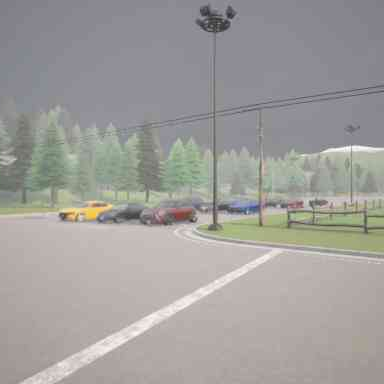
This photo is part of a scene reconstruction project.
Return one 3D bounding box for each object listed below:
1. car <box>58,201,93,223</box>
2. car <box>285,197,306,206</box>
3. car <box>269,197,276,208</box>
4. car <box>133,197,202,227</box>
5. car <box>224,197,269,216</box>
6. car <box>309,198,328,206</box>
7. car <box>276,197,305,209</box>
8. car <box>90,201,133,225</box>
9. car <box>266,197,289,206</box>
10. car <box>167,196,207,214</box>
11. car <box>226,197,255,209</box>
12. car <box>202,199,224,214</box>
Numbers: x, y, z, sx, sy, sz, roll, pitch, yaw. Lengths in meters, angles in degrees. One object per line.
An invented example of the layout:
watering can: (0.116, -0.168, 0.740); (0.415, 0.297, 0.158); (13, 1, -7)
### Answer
car: (-8.014, 1.477, 26.091); (1.882, 1.535, 5.008); (0, 0, 33)
car: (17.113, 1.564, 54.943); (1.994, 1.385, 4.181); (0, 0, 37)
car: (10.042, 1.490, 45.389); (2.128, 1.511, 4.902); (0, 0, 36)
car: (-1.564, 1.351, 23.174); (2.097, 1.767, 4.553); (0, 0, 33)
car: (5.524, 1.478, 33.350); (1.882, 1.535, 5.008); (0, 0, 36)
car: (20.299, 1.601, 53.364); (1.895, 1.301, 4.718); (0, 0, 37)
car: (13.222, 1.478, 43.804); (1.882, 1.535, 5.008); (0, 0, 37)
car: (-4.859, 1.525, 24.536); (1.812, 1.442, 4.674); (0, 0, 33)
car: (14.991, 1.548, 57.934); (2.033, 1.411, 5.357); (0, 0, 37)
car: (-0.465, 1.352, 37.021); (2.097, 1.767, 4.553); (0, 0, 36)
car: (6.987, 1.478, 47.138); (1.882, 1.535, 5.008); (0, 1, 37)
car: (2.645, 1.492, 35.343); (2.128, 1.511, 4.902); (0, 0, 36)
